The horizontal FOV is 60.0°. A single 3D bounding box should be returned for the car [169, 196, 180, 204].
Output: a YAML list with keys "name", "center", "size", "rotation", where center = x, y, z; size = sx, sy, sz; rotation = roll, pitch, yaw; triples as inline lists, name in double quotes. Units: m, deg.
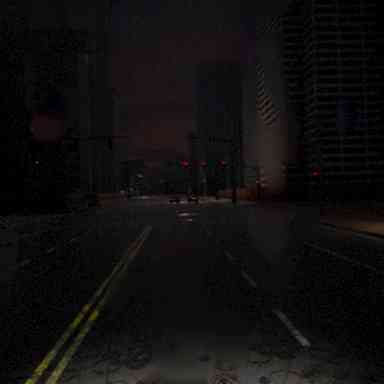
- name: "car"
  center: [-3.341, 1.546, 64.669]
  size: [1.837, 1.490, 4.892]
  rotation: [-2, 0, -3]

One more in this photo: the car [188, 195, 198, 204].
- name: "car"
  center: [0.152, 1.417, 64.856]
  size: [2.128, 1.511, 4.902]
  rotation: [-2, 0, -3]
